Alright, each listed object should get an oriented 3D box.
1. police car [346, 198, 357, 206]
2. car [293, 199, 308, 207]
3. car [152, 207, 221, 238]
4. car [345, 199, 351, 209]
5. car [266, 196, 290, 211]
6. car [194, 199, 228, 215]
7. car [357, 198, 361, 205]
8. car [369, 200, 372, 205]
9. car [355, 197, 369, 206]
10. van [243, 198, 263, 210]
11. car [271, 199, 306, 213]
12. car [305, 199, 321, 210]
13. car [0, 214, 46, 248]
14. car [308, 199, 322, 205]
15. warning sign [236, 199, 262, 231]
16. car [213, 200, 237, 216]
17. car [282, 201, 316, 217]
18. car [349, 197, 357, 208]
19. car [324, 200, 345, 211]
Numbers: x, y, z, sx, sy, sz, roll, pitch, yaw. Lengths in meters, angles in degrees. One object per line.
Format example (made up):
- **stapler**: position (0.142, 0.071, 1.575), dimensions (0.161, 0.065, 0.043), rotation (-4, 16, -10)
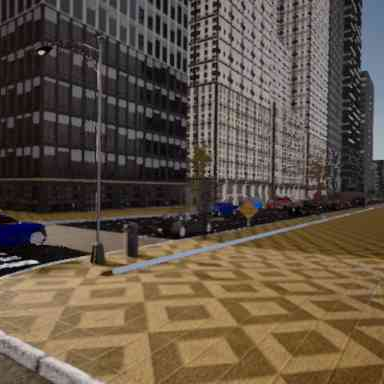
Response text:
- **police car**: position (37.130, 2.297, 77.405), dimensions (1.930, 1.638, 5.238), rotation (1, 0, 30)
- **car**: position (21.534, 2.157, 66.013), dimensions (1.802, 1.307, 4.206), rotation (1, 0, 35)
- **car**: position (-0.461, 1.793, 19.458), dimensions (2.008, 1.369, 4.403), rotation (1, 0, 35)
- **car**: position (25.192, 2.264, 56.596), dimensions (1.802, 1.307, 4.206), rotation (1, 0, 35)
- **car**: position (12.788, 1.658, 48.691), dimensions (2.150, 2.045, 5.566), rotation (1, 0, 35)
- **car**: position (2.219, 1.687, 38.221), dimensions (1.967, 1.590, 4.097), rotation (1, 0, 35)
- **car**: position (31.633, 2.356, 65.863), dimensions (1.947, 1.339, 4.313), rotation (1, 0, 35)
- **car**: position (44.514, 2.551, 84.396), dimensions (1.887, 1.381, 4.507), rotation (1, 0, 35)
- **car**: position (38.074, 2.465, 75.130), dimensions (1.947, 1.339, 4.313), rotation (1, 0, 35)
- **van**: position (8.658, 1.698, 47.486), dimensions (1.690, 1.788, 3.998), rotation (1, 0, 35)
- **car**: position (12.628, 2.002, 43.127), dimensions (2.033, 1.411, 5.357), rotation (1, 0, 35)
- **car**: position (18.101, 1.899, 51.085), dimensions (2.097, 1.767, 4.553), rotation (1, 0, 35)
- **car**: position (-8.064, 1.576, 13.212), dimensions (1.882, 1.535, 5.008), rotation (0, 0, 18)
- **car**: position (27.972, 2.249, 75.278), dimensions (1.947, 1.339, 4.313), rotation (1, 0, 35)
- **warning sign**: position (3.667, 1.441, 21.414), dimensions (1.300, 1.860, 1.060), rotation (2, 1, 35)
- **car**: position (2.925, 1.749, 34.675), dimensions (1.882, 1.535, 5.008), rotation (1, 0, 35)
- **car**: position (12.312, 2.029, 38.063), dimensions (1.947, 1.339, 4.313), rotation (1, 0, 35)
- **car**: position (28.414, 2.176, 61.230), dimensions (1.967, 1.590, 4.097), rotation (1, 0, 35)
- **car**: position (21.973, 2.193, 51.963), dimensions (1.947, 1.339, 4.313), rotation (1, 0, 35)
